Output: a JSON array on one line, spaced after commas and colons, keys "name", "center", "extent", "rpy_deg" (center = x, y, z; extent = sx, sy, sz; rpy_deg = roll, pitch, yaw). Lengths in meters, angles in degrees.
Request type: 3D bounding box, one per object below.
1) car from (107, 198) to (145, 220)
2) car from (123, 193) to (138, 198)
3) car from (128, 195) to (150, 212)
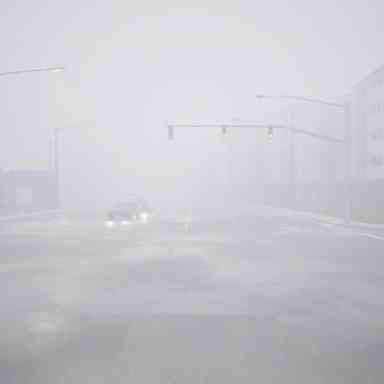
[{"name": "car", "center": [-5.698, 1.528, 28.369], "extent": [2.033, 1.411, 5.357], "rpy_deg": [0, 0, 1]}, {"name": "car", "center": [-9.359, 1.141, 52.051], "extent": [2.150, 2.045, 5.566], "rpy_deg": [0, 0, -25]}, {"name": "car", "center": [-5.946, 1.446, 38.577], "extent": [2.128, 1.511, 4.902], "rpy_deg": [0, 0, -6]}]
